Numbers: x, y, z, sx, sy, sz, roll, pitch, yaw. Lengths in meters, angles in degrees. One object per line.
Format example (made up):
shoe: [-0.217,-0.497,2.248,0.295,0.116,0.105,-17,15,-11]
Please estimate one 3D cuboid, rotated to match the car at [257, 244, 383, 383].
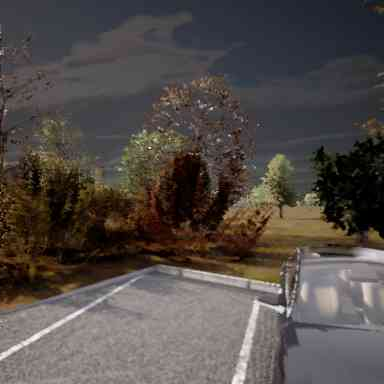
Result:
car: [1.980,1.489,4.098,2.231,1.521,4.892,1,-1,16]
